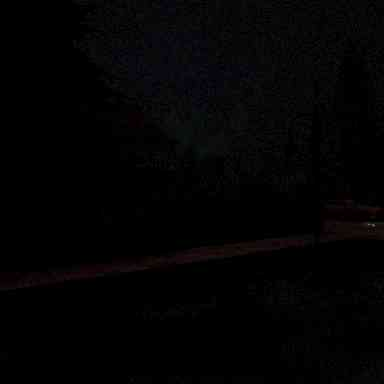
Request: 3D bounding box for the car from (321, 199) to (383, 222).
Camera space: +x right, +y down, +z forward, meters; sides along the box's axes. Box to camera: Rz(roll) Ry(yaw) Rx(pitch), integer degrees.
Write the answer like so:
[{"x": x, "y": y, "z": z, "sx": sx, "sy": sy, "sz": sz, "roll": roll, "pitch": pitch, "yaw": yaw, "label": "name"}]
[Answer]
[{"x": 11.572, "y": 1.315, "z": 24.789, "sx": 1.882, "sy": 1.535, "sz": 5.008, "roll": 0, "pitch": 0, "yaw": -36, "label": "car"}]
